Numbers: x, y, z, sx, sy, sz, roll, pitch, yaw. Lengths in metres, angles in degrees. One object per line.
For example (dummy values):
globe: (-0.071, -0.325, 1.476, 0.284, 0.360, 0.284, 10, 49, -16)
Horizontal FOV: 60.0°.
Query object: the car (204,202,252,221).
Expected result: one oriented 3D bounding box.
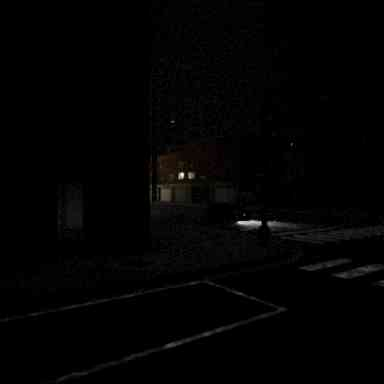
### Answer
car: (2.789, 1.537, 26.724, 1.994, 1.385, 4.181, 0, 0, -36)
